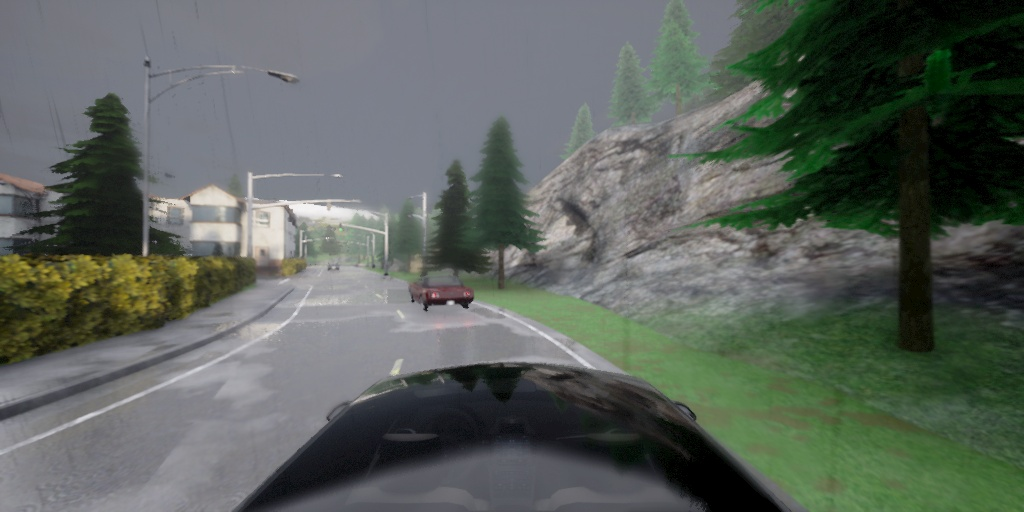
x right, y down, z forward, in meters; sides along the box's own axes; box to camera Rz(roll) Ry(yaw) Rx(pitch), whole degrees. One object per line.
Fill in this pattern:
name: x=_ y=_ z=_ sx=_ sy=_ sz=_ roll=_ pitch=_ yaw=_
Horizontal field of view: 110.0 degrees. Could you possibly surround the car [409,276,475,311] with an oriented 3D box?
car: x=-3.208 y=1.488 z=15.434 sx=1.895 sy=1.301 sz=4.718 roll=0 pitch=-1 yaw=-25
